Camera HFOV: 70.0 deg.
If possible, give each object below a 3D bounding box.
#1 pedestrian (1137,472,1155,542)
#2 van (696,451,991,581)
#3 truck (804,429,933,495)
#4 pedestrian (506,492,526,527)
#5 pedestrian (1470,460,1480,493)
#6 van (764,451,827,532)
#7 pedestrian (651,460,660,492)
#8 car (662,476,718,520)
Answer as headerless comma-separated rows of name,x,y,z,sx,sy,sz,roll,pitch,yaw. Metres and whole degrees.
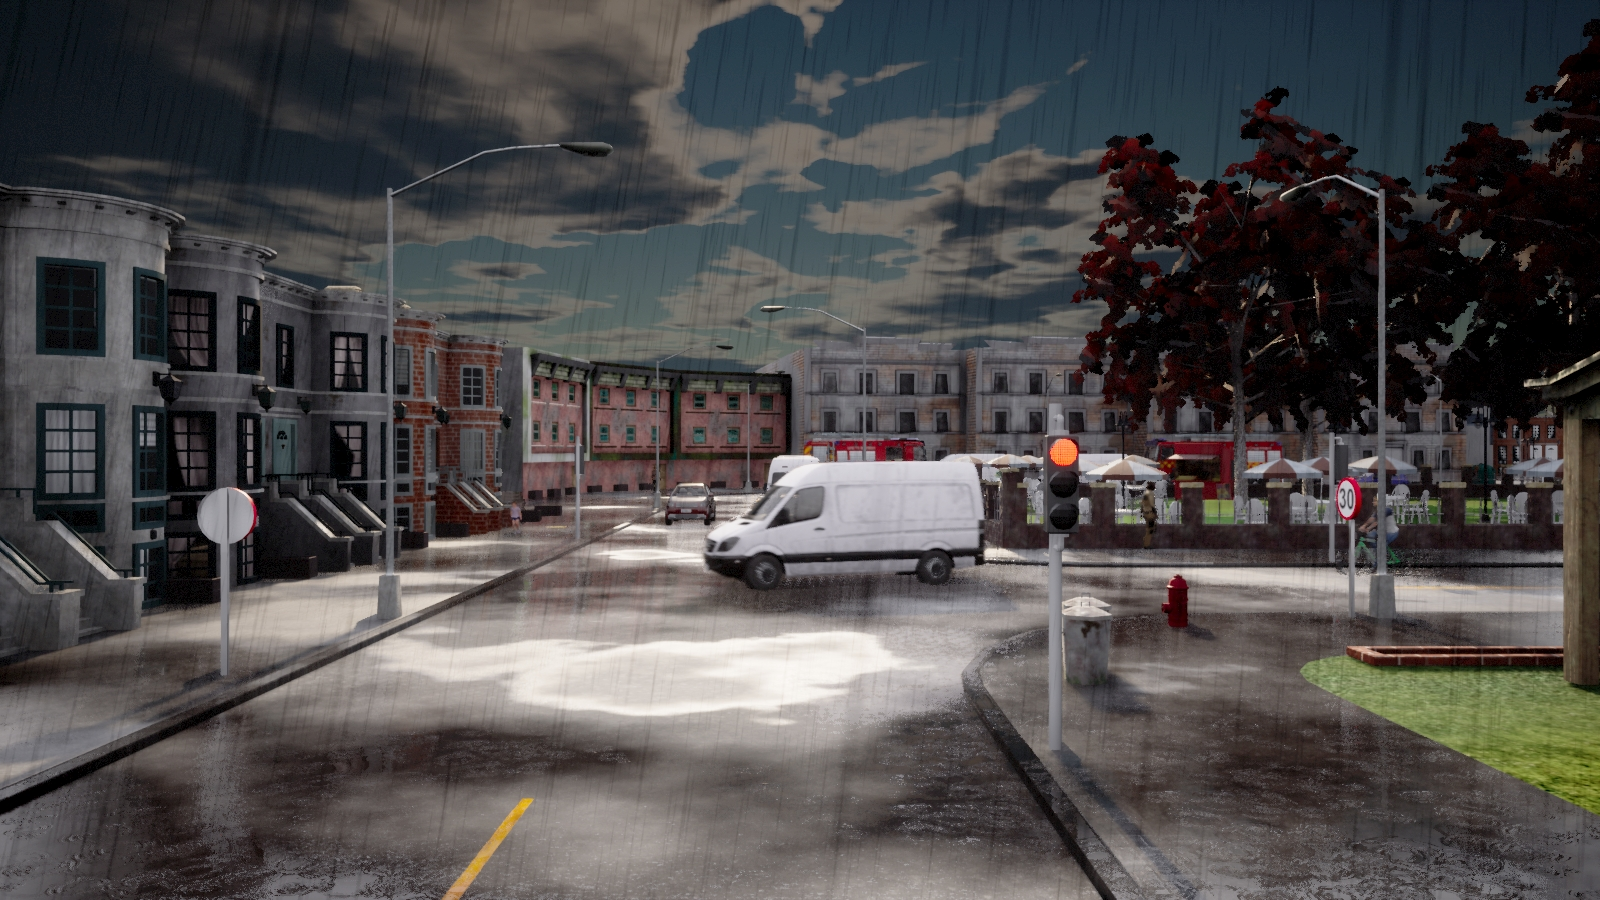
pedestrian,9.252,1.517,30.551,0.375,1.860,0.375,0,0,0
van,0.900,1.314,24.232,5.915,2.561,1.988,0,-1,-16
truck,4.295,0.672,70.228,8.468,3.827,2.891,0,0,-43
pedestrian,-9.117,1.904,36.693,0.500,1.100,0.500,0,0,2
pedestrian,38.885,1.524,65.853,0.375,1.860,0.375,0,0,8
van,-0.147,1.315,39.074,1.988,2.561,5.915,0,0,0
pedestrian,-8.432,1.525,66.593,0.375,1.860,0.375,0,0,22
car,-4.154,1.806,43.645,1.789,1.549,3.705,0,0,0
